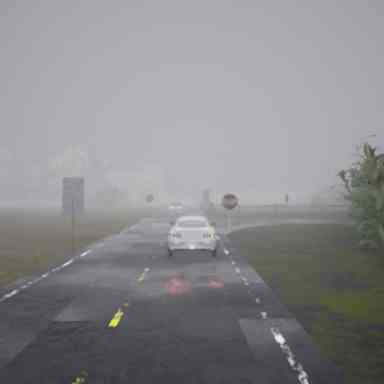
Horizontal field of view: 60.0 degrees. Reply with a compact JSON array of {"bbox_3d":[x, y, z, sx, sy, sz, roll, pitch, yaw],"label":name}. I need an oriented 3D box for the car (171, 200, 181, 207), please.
[{"bbox_3d":[-3.173,2.301,66.866,1.994,1.385,4.181,0,-1,0],"label":"car"}]

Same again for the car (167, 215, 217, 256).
[{"bbox_3d":[0.027,1.670,13.692,1.812,1.442,4.674,0,-1,1],"label":"car"}]
